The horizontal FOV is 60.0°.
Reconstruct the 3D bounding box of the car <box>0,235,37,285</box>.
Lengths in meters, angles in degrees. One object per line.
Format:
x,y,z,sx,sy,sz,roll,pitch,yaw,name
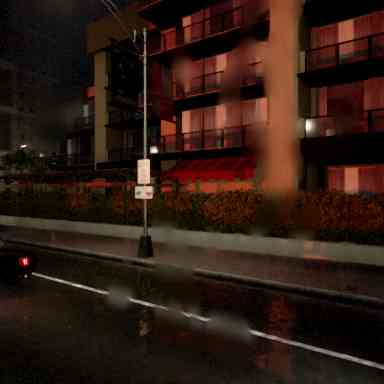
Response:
-5.957,1.601,8.261,4.718,1.301,1.895,0,0,36,car
